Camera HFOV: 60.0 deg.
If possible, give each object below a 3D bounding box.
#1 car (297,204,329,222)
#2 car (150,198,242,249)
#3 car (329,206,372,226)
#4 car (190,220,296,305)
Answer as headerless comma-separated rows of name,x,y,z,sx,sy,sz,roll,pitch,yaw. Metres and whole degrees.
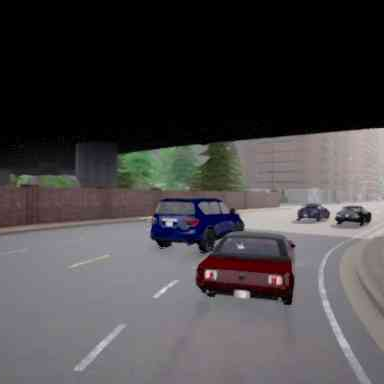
car,10.650,1.758,29.092,1.812,1.442,4.674,1,0,36
car,0.433,1.271,14.328,2.150,2.045,5.566,0,-1,28
car,12.671,1.796,25.974,2.033,1.411,5.357,1,0,36
car,1.616,1.649,8.372,1.895,1.301,4.718,1,0,17
